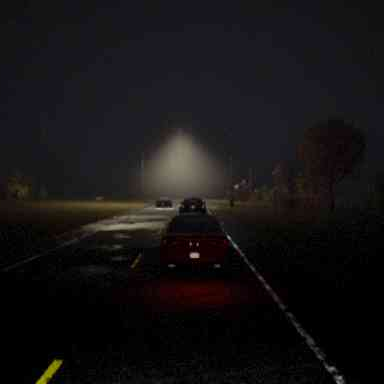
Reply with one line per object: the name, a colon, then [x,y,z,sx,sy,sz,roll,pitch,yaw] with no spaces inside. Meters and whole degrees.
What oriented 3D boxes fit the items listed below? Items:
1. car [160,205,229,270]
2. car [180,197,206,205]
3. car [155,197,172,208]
car: [0.073,1.413,10.783,1.882,1.535,5.008,0,0,0]
car: [0.078,1.190,27.598,2.097,1.767,4.553,0,0,0]
car: [-3.599,1.319,42.985,1.994,1.385,4.181,0,0,0]
